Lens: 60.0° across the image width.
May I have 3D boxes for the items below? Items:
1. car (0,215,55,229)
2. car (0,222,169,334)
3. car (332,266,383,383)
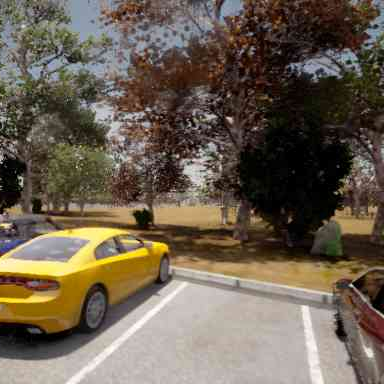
[{"bbox_3d":[-4.425,1.368,8.724,2.185,1.767,4.553,0,-1,17],"label":"car"},{"bbox_3d":[-2.033,1.492,6.988,2.097,1.535,5.008,0,-1,16],"label":"car"},{"bbox_3d":[2.779,1.518,3.554,2.163,1.488,4.792,0,-1,16],"label":"car"}]
